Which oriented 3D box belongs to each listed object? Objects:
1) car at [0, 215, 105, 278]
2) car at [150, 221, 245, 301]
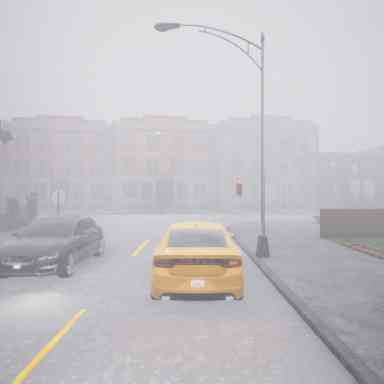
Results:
[{"bbox_3d":[-4.063,1.506,10.179,1.837,1.490,4.892,0,0,0],"label":"car"},{"bbox_3d":[0.110,1.478,8.396,1.882,1.535,5.008,0,0,0],"label":"car"}]
